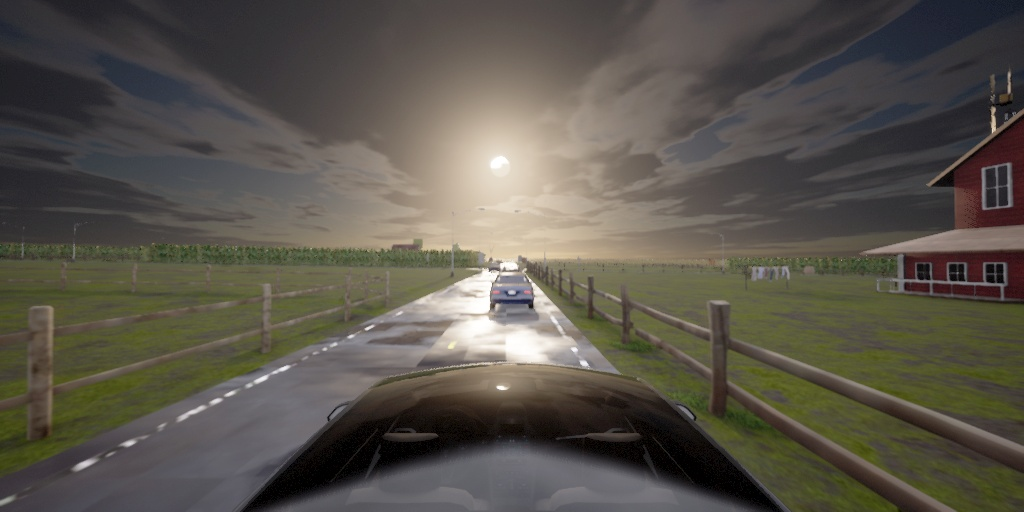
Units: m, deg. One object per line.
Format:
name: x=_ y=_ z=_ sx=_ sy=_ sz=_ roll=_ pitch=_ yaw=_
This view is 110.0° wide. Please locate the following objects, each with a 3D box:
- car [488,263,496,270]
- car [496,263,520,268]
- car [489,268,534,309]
car: x=-2.790 y=1.844 z=58.611 sx=2.033 sy=1.411 sz=5.357 roll=0 pitch=-1 yaw=0
car: x=-0.017 y=1.525 z=31.158 sx=2.128 sy=1.511 sz=4.902 roll=0 pitch=0 yaw=0
car: x=-0.009 y=1.432 z=15.852 sx=2.033 sy=1.411 sz=5.357 roll=0 pitch=-1 yaw=0
